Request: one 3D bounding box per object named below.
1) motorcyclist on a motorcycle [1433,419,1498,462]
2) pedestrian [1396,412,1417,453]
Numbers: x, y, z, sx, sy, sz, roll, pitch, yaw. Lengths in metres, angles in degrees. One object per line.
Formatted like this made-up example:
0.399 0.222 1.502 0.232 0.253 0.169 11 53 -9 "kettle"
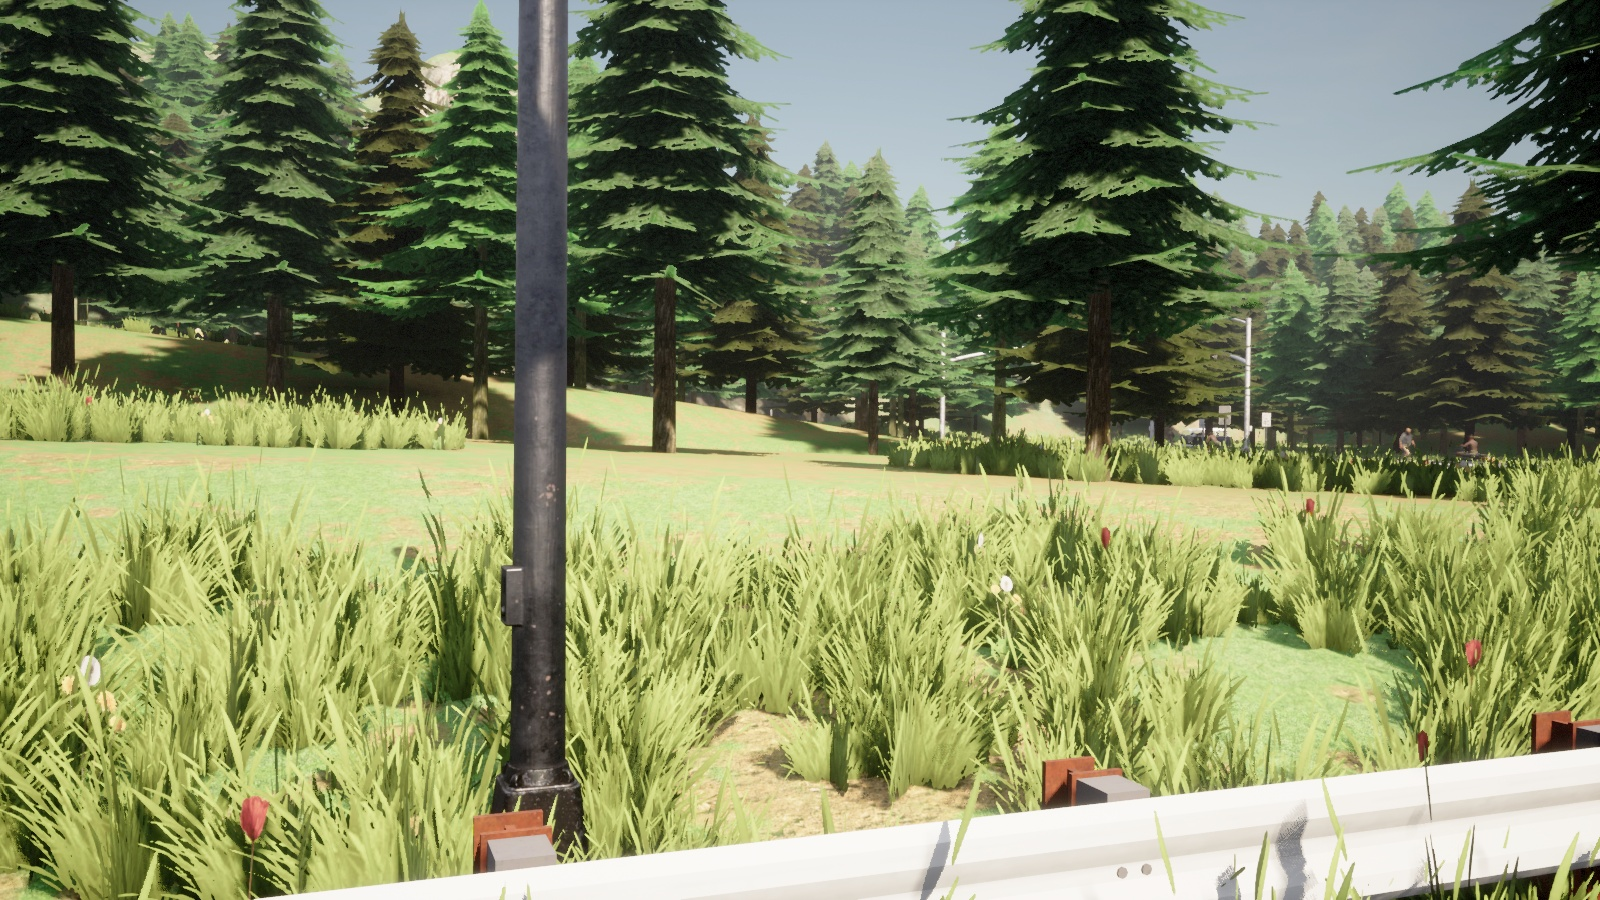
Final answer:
26.407 -0.376 49.904 0.766 1.649 2.350 -1 1 -21 "motorcyclist on a motorcycle"
27.682 -0.798 57.330 0.540 1.848 0.694 -1 1 -25 "pedestrian"
